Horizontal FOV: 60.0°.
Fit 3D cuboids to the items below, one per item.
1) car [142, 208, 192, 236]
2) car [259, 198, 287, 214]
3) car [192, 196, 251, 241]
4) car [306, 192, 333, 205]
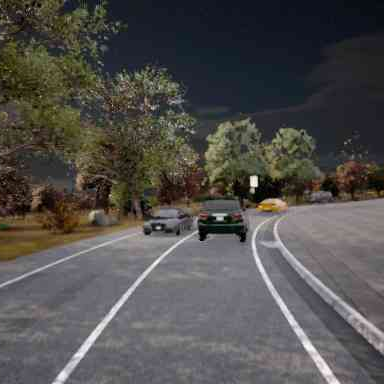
[{"bbox_3d":[-1.259,1.628,18.739,1.994,1.385,4.181,-1,0,13],"label":"car"},{"bbox_3d":[8.347,1.401,34.100,1.882,1.535,5.008,-3,-1,29],"label":"car"},{"bbox_3d":[1.712,1.217,16.791,2.150,2.045,5.566,-1,0,11],"label":"car"},{"bbox_3d":[20.747,1.024,54.072,5.566,2.045,2.150,-2,-3,-39],"label":"car"}]
